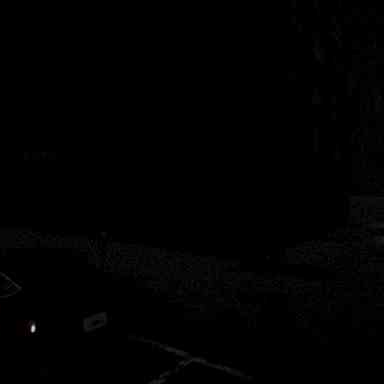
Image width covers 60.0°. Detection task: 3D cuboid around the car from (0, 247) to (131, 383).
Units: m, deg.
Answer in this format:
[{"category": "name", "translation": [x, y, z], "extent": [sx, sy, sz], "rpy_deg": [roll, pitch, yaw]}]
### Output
[{"category": "car", "translation": [-2.813, 1.523, 5.075], "extent": [4.313, 1.339, 1.947], "rpy_deg": [1, 0, 35]}]
